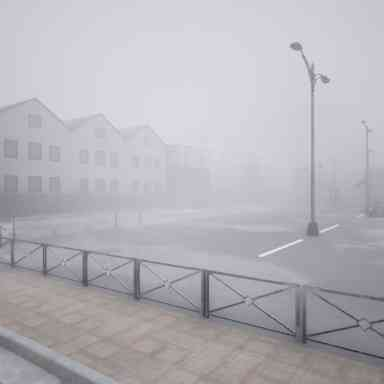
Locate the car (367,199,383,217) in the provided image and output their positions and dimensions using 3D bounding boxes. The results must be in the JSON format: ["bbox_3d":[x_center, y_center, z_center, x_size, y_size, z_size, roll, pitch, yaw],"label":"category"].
[{"bbox_3d":[15.407,1.298,26.815,2.007,1.523,4.514,0,0,35],"label":"car"}]
